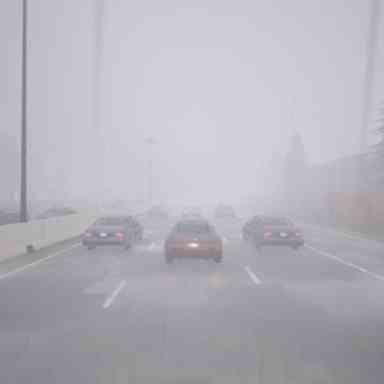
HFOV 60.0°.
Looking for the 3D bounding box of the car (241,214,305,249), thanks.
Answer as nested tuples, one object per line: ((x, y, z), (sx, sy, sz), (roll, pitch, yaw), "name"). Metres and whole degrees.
((3.541, 1.743, 15.443), (2.033, 1.411, 5.357), (0, -1, 0), "car")

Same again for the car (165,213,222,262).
((0.046, 1.728, 12.801), (1.994, 1.385, 4.181), (0, -1, 0), "car")

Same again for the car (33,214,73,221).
((-10.703, 1.891, 26.551), (2.033, 1.411, 5.357), (0, -1, 0), "car")

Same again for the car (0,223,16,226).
((-14.197, 1.928, 25.185), (1.895, 1.301, 4.718), (0, -1, 0), "car")

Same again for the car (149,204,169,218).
((-3.541, 2.021, 35.802), (1.994, 1.385, 4.181), (0, -1, 0), "car")

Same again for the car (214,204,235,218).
((3.459, 2.018, 35.878), (1.994, 1.385, 4.181), (0, -1, 0), "car")

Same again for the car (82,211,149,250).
((-3.459, 1.746, 15.424), (2.033, 1.411, 5.357), (0, -1, 0), "car")

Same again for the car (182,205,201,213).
((-0.034, 2.035, 34.190), (1.895, 1.301, 4.718), (0, -1, 0), "car")
